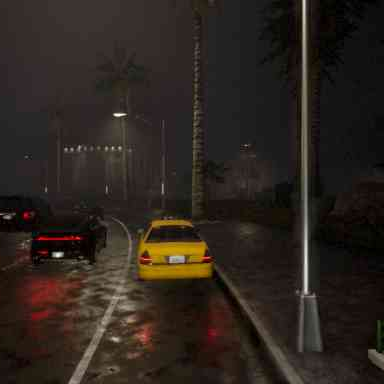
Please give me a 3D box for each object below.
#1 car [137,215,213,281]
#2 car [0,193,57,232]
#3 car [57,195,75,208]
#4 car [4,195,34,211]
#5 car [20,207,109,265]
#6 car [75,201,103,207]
[{"bbox_3d":[-0.649,1.456,9.853,1.801,1.575,5.366,0,0,-7],"label":"car"},{"bbox_3d":[-8.753,1.214,17.303,2.150,2.045,5.566,0,0,-14],"label":"car"},{"bbox_3d":[-15.301,1.464,39.743,1.882,1.535,5.008,0,0,-37],"label":"car"},{"bbox_3d":[-21.735,1.333,41.755,2.097,1.767,4.553,0,0,-44],"label":"car"},{"bbox_3d":[-4.128,1.502,11.733,1.837,1.490,4.892,0,0,-9],"label":"car"},{"bbox_3d":[-8.196,1.498,26.633,1.837,1.490,4.892,0,0,-20],"label":"car"}]
